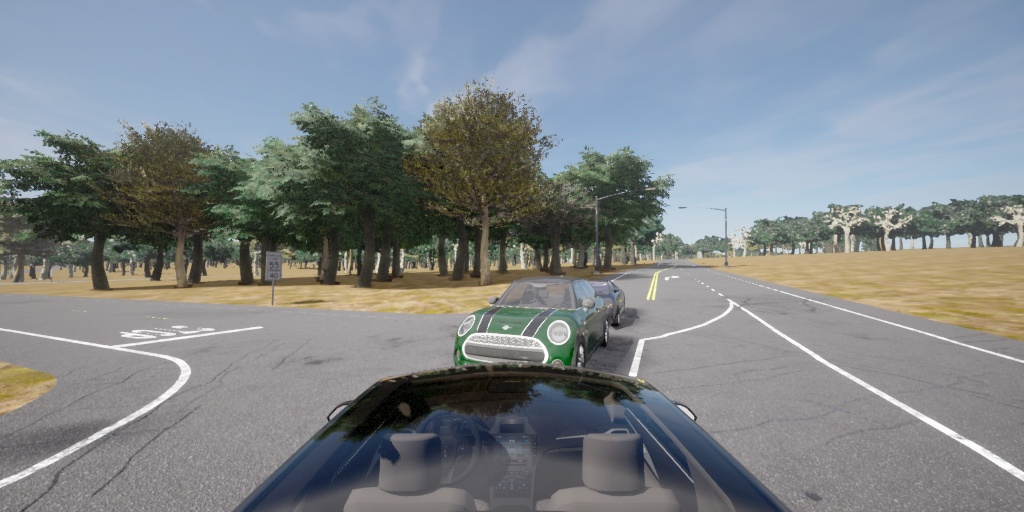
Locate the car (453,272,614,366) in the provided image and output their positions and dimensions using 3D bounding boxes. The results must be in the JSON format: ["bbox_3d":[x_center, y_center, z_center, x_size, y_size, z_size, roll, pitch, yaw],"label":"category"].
[{"bbox_3d":[0.686,1.222,7.422,2.097,1.767,4.553,-1,-2,22],"label":"car"}]

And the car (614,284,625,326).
[{"bbox_3d":[2.913,1.554,12.854,1.994,1.385,4.181,-2,0,22],"label":"car"}]
